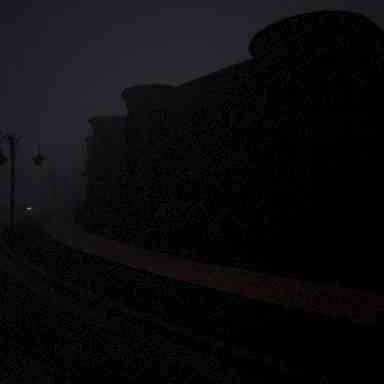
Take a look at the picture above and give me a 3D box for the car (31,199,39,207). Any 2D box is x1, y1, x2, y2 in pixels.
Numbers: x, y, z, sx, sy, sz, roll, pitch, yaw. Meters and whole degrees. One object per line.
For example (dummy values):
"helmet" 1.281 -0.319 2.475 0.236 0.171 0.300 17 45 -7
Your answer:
"car" -25.934 1.743 52.874 1.994 1.385 4.181 0 0 -3

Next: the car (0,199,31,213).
"car" -20.463 1.725 38.119 1.895 1.301 4.718 0 0 -10
